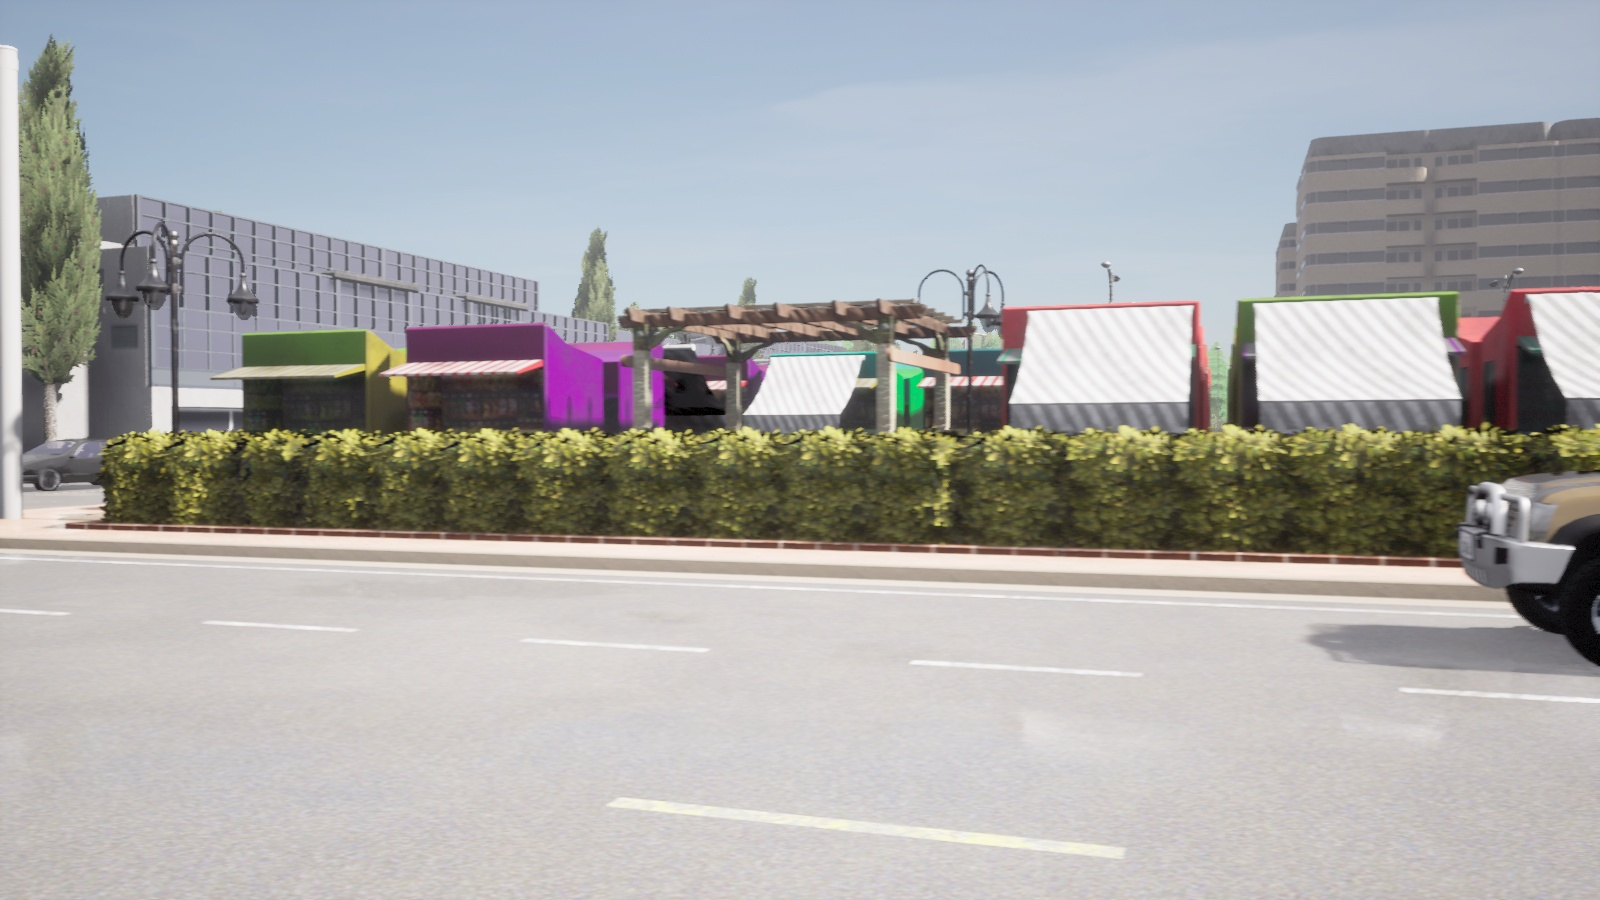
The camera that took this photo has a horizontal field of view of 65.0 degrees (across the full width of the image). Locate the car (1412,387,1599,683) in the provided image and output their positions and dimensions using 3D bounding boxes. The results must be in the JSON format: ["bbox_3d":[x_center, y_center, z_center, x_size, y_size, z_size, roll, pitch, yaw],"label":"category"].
[{"bbox_3d":[6.735,0.535,8.309,4.605,1.855,1.932,1,1,19],"label":"car"}]

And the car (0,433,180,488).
[{"bbox_3d":[-20.382,0.232,35.313,2.033,1.411,5.357,1,1,20],"label":"car"}]
